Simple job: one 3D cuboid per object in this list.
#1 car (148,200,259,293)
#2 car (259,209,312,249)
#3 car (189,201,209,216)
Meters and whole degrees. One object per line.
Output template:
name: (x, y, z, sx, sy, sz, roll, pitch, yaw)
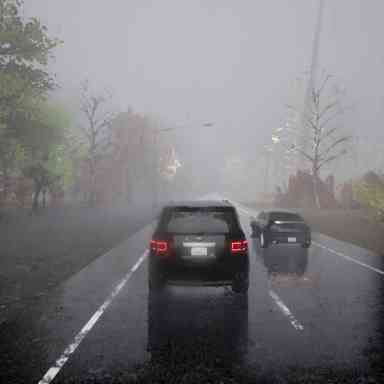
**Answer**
car: (0.160, 1.223, 8.991, 2.150, 2.045, 5.566, 0, 0, 1)
car: (3.738, 1.507, 14.657, 1.837, 1.490, 4.892, 0, 0, 1)
car: (0.724, 1.606, 33.065, 1.895, 1.301, 4.718, 0, 0, 2)
